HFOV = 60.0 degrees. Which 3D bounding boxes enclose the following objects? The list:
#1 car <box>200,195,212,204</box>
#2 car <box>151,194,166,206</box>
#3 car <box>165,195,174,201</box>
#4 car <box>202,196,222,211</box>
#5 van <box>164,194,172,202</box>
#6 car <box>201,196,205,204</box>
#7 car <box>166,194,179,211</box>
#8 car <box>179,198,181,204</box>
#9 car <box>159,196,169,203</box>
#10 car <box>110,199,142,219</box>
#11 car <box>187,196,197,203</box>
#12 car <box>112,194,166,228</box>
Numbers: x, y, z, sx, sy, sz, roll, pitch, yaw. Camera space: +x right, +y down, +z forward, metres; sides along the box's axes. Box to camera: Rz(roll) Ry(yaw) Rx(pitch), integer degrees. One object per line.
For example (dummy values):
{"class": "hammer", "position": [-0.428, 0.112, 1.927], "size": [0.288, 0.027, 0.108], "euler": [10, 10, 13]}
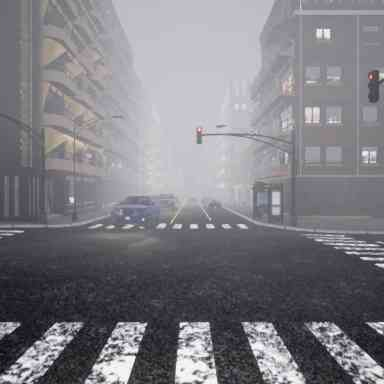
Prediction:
{"class": "car", "position": [2.640, 1.437, 62.974], "size": [1.967, 1.590, 4.097], "euler": [0, 0, 0]}
{"class": "car", "position": [-5.737, 1.312, 57.333], "size": [2.192, 1.841, 5.009], "euler": [0, 0, 0]}
{"class": "car", "position": [-5.757, 1.546, 85.528], "size": [2.008, 1.369, 4.403], "euler": [0, 0, 0]}
{"class": "car", "position": [2.657, 1.548, 40.419], "size": [2.008, 1.369, 4.403], "euler": [0, 0, 0]}
{"class": "van", "position": [-5.753, 1.337, 79.889], "size": [1.690, 1.788, 3.998], "euler": [0, 0, 0]}
{"class": "car", "position": [2.653, 1.542, 46.057], "size": [1.887, 1.381, 4.507], "euler": [0, 0, 0]}
{"class": "car", "position": [-3.128, 1.221, 41.058], "size": [2.150, 2.045, 5.566], "euler": [0, 0, 0]}
{"class": "car", "position": [-3.074, 1.504, 61.296], "size": [1.837, 1.490, 4.892], "euler": [0, -1, 0]}
{"class": "car", "position": [-5.744, 1.522, 68.441], "size": [1.752, 1.417, 4.829], "euler": [0, 0, 0]}
{"class": "car", "position": [-5.715, 1.438, 29.140], "size": [1.967, 1.590, 4.097], "euler": [0, 0, 0]}
{"class": "car", "position": [0.046, 1.561, 69.642], "size": [1.994, 1.385, 4.181], "euler": [0, 0, 0]}
{"class": "car", "position": [-3.541, 1.219, 22.616], "size": [2.150, 2.045, 5.566], "euler": [0, 0, 6]}
